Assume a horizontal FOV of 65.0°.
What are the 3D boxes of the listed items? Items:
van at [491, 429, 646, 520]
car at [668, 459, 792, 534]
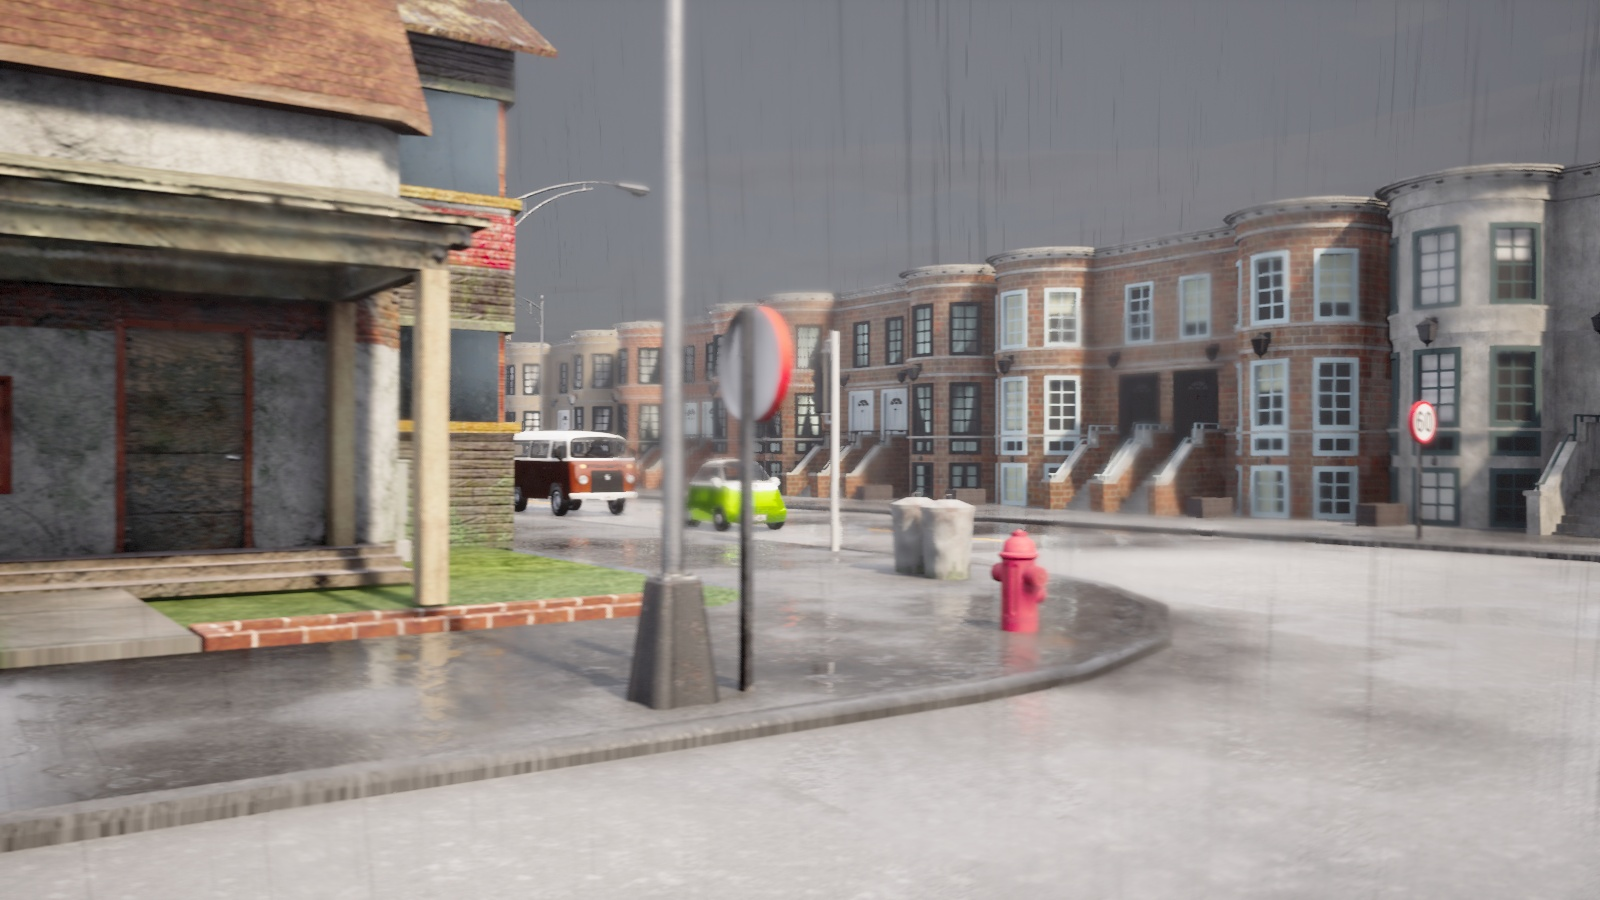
[{"bbox_3d":[-5.746,0.559,30.779,2.069,2.038,4.480,0,0,-35],"label":"van"},{"bbox_3d":[-1.399,0.866,24.534,1.481,1.376,2.207,0,-1,-35],"label":"car"}]
